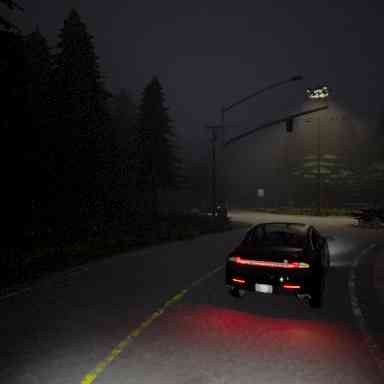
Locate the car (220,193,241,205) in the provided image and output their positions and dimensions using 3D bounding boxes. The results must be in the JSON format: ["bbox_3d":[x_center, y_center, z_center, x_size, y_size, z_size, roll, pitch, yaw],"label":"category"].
[{"bbox_3d":[6.177,1.236,55.419,2.150,2.045,5.566,0,0,34],"label":"car"}]

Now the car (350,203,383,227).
[{"bbox_3d":[13.071,1.490,21.914,4.902,1.511,2.128,0,1,1],"label":"car"}]

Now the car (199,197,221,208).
[{"bbox_3d":[1.924,1.519,37.187,1.837,1.490,4.892,0,1,-6],"label":"car"}]

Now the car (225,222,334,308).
[{"bbox_3d":[2.276,1.489,8.091,2.128,1.511,4.902,0,0,24],"label":"car"}]
